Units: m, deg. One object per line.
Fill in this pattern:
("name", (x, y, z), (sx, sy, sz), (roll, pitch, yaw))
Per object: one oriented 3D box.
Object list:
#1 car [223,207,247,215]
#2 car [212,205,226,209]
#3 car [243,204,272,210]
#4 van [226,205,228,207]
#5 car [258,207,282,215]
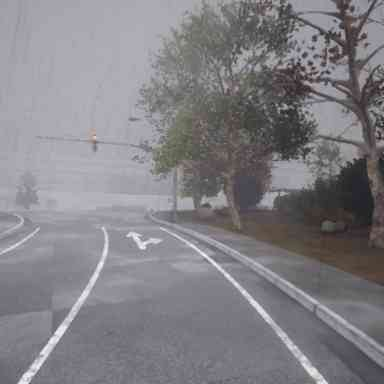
("car", (9.237, 4.104, 71.638), (2.163, 1.488, 4.792), (4, -8, -42))
("car", (3.879, 3.915, 69.202), (1.946, 1.575, 5.366), (5, -8, -42))
("car", (10.455, 2.405, 53.889), (4.674, 1.442, 1.812), (1, -6, -23))
("van", (6.582, 3.768, 70.418), (1.878, 1.987, 4.442), (5, -8, -42))
("car", (17.519, 4.284, 75.060), (2.097, 1.535, 5.008), (5, -8, -42))
